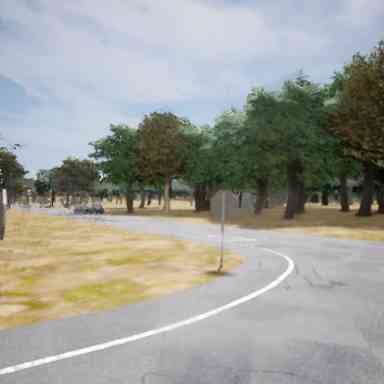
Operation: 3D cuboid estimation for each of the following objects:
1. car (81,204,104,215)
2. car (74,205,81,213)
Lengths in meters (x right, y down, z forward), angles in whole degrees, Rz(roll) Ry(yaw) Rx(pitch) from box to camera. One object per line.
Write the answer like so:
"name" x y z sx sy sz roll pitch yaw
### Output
"car" -15.323 2.601 52.009 2.097 1.767 4.553 3 -3 -32
"car" -18.908 2.962 57.396 1.994 1.385 4.181 3 -3 -33
